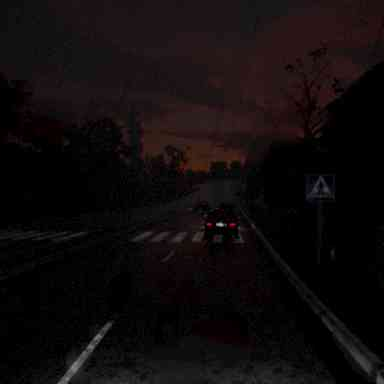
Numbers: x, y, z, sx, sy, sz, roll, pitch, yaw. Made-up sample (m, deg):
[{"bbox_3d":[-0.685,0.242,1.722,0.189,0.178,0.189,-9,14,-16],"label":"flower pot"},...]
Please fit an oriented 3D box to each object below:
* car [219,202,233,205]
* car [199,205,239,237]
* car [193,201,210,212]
[{"bbox_3d":[4.633,2.002,44.900,1.895,1.301,4.718,0,-1,7],"label":"car"},{"bbox_3d":[1.706,1.705,19.032,2.033,1.411,5.357,0,-1,6],"label":"car"},{"bbox_3d":[1.363,1.907,44.910,1.812,1.442,4.674,0,-1,7],"label":"car"}]
